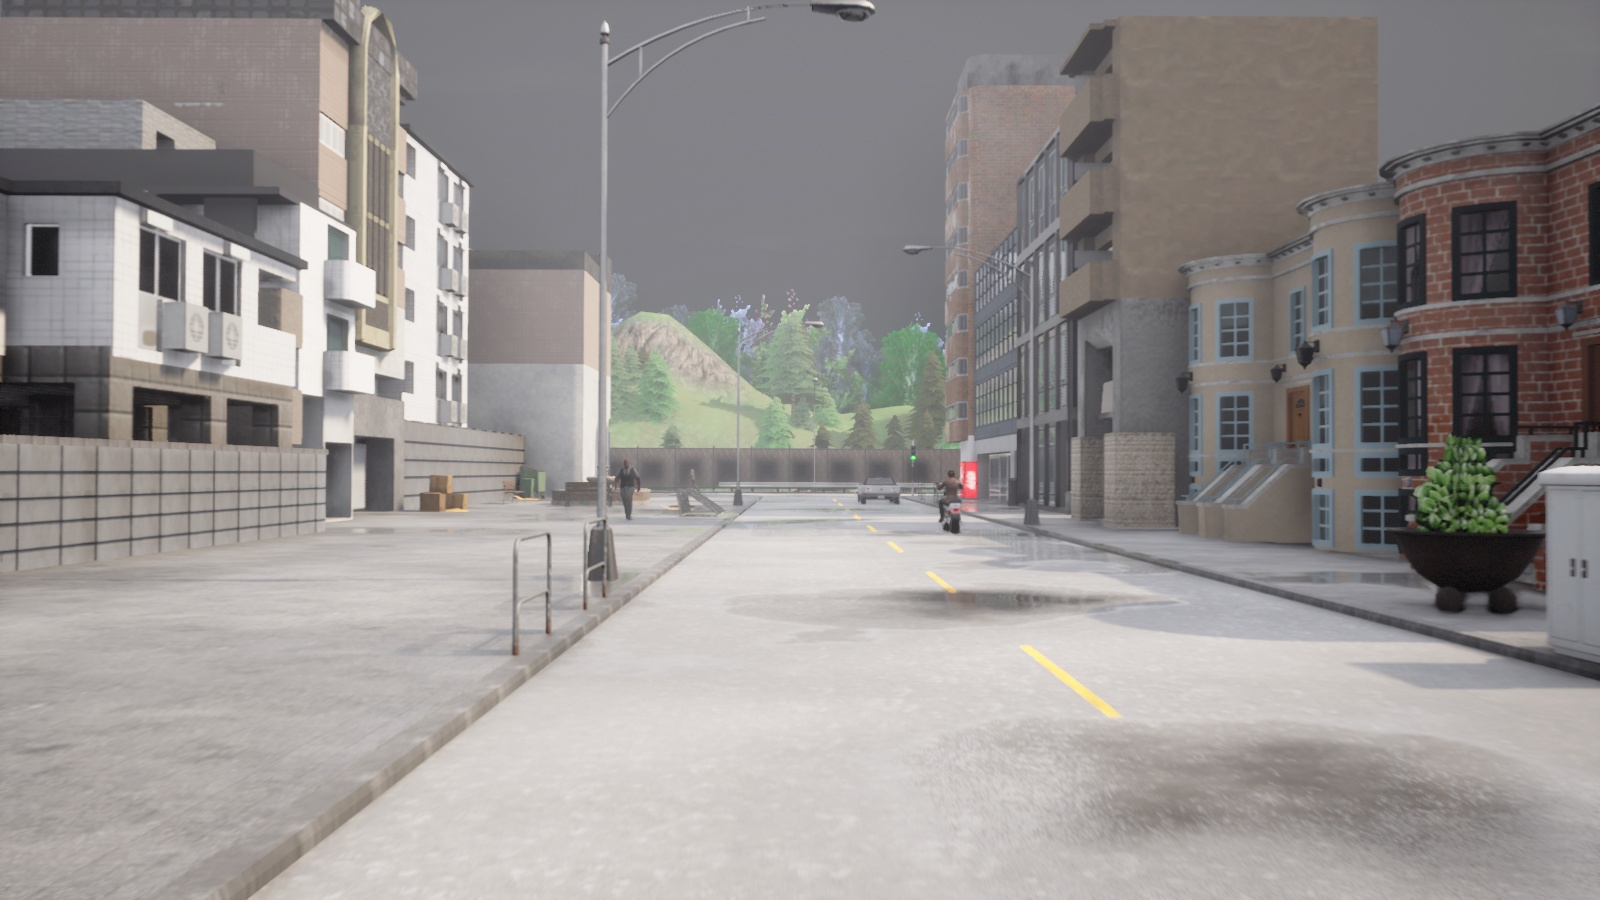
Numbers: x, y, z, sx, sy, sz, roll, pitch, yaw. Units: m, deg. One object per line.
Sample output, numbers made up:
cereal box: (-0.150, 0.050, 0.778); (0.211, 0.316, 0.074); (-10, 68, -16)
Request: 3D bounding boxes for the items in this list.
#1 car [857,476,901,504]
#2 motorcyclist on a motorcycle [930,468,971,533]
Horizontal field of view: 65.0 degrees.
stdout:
car: (3.846, 1.934, 61.805); (1.895, 1.301, 4.718); (0, -1, 0)
motorcyclist on a motorcycle: (3.918, 1.299, 32.809); (0.766, 1.649, 2.350); (0, -1, 0)
